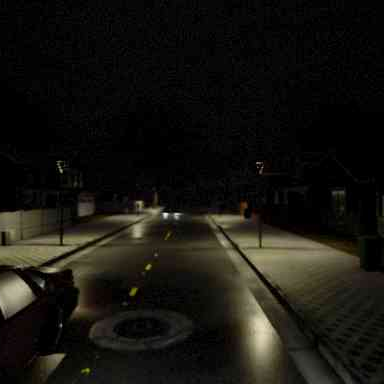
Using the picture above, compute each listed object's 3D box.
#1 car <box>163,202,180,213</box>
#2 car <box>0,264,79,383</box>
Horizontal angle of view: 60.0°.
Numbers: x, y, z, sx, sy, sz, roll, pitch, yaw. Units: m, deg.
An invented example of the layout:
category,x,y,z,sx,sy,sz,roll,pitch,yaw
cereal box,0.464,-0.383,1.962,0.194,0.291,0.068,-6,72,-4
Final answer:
category,x,y,z,sx,sy,sz,roll,pitch,yaw
car,-2.819,2.140,46.279,1.837,1.490,4.892,0,-1,0
car,-2.848,1.586,3.459,2.033,1.411,5.357,0,-1,0
